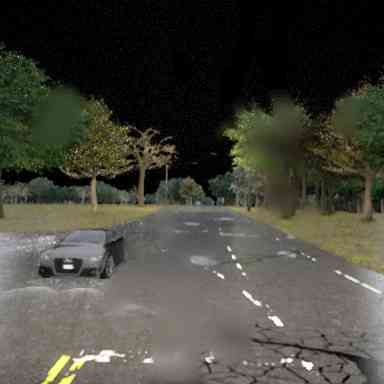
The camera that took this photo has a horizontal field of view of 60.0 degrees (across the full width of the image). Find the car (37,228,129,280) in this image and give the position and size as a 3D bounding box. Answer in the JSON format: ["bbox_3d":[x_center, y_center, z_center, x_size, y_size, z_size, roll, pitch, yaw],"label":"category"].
[{"bbox_3d":[-3.428,1.937,11.275,1.994,1.385,4.181,2,-1,1],"label":"car"}]
